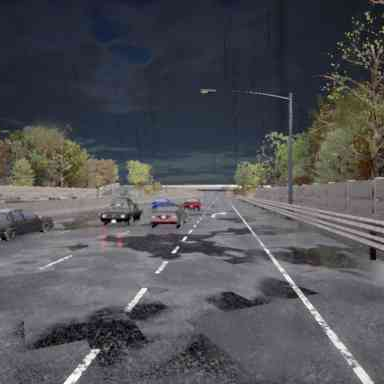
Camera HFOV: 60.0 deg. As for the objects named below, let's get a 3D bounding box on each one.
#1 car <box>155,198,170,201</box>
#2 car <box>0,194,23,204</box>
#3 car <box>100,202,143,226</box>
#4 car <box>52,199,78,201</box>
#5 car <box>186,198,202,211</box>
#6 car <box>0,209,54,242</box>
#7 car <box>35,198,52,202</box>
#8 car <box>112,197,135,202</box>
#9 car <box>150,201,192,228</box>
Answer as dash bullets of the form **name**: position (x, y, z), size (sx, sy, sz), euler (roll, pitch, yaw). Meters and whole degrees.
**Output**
- **car**: position (-3.435, 1.482, 39.271), size (1.882, 1.535, 5.008), euler (0, 0, 5)
- **car**: position (-24.311, 1.358, 43.805), size (2.097, 1.767, 4.553), euler (0, 0, 6)
- **car**: position (-4.833, 1.600, 23.686), size (1.895, 1.301, 4.718), euler (0, 0, 5)
- **car**: position (-17.048, 1.609, 46.411), size (1.895, 1.301, 4.718), euler (0, 0, 5)
- **car**: position (0.171, 1.482, 40.258), size (1.882, 1.535, 5.008), euler (0, 0, 5)
- **car**: position (-8.989, 1.547, 16.527), size (2.033, 1.411, 5.357), euler (0, 0, 5)
- **car**: position (-20.563, 1.534, 46.320), size (1.812, 1.442, 4.674), euler (0, 0, 5)
- **car**: position (-7.284, 1.356, 35.513), size (2.097, 1.767, 4.553), euler (0, 0, 5)
- **car**: position (-1.452, 1.547, 22.220), size (2.033, 1.411, 5.357), euler (0, 0, 5)
